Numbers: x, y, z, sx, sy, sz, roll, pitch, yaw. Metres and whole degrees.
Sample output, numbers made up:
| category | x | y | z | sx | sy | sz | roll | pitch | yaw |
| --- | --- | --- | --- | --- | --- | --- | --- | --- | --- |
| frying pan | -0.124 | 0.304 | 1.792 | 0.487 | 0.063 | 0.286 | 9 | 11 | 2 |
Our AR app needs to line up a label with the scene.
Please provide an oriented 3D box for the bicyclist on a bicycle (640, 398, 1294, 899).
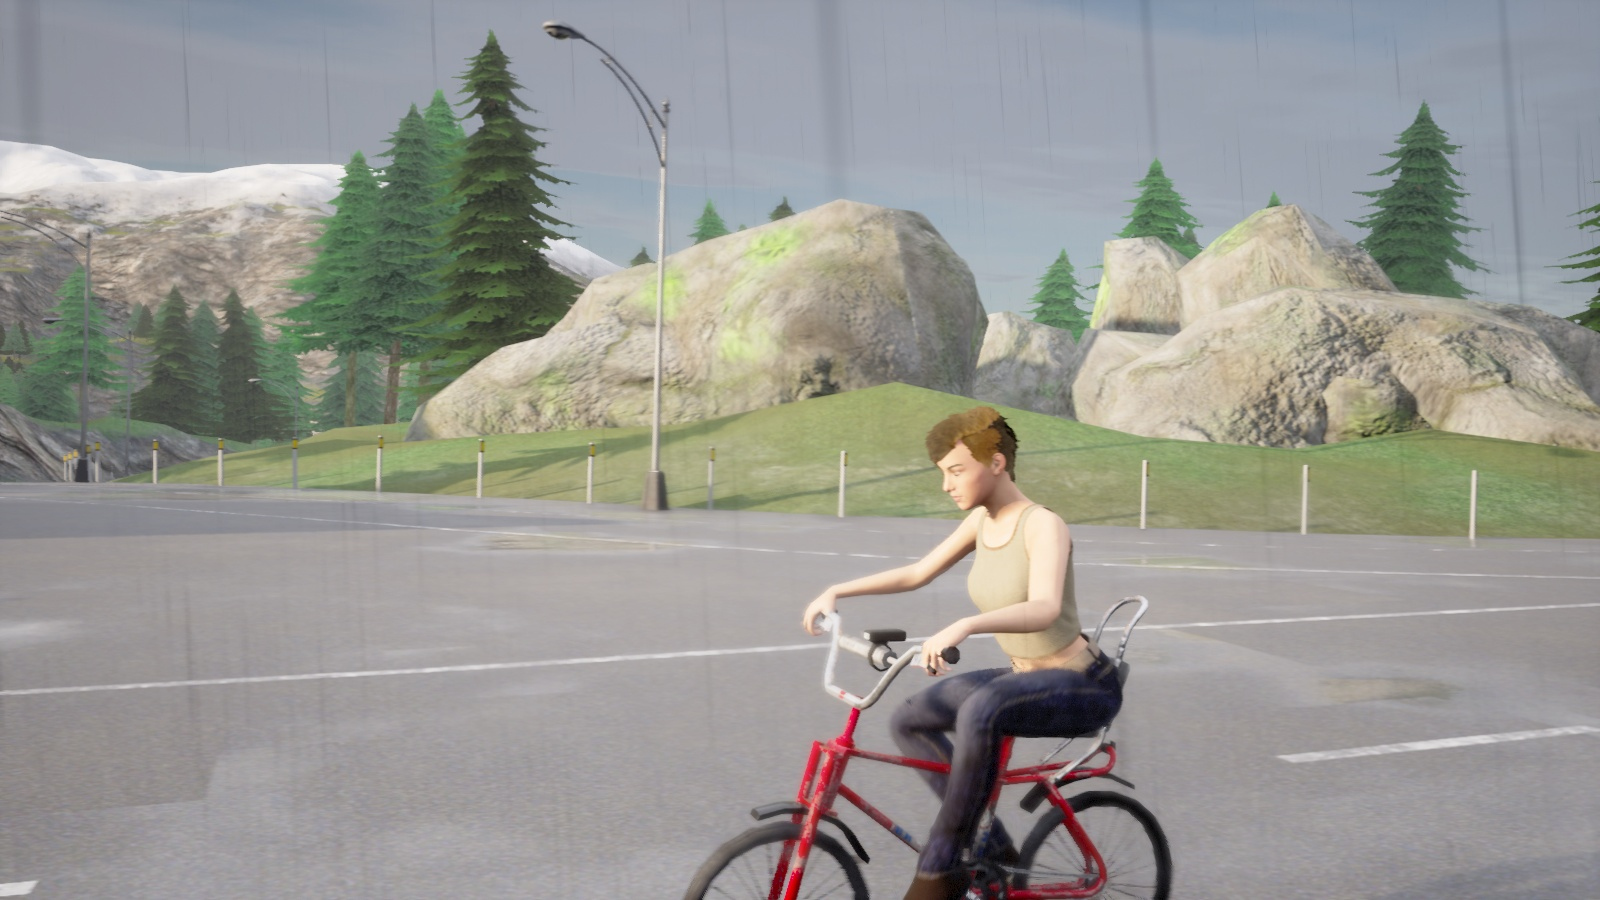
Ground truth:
| category | x | y | z | sx | sy | sz | roll | pitch | yaw |
| --- | --- | --- | --- | --- | --- | --- | --- | --- | --- |
| bicyclist on a bicycle | 0.418 | 0.679 | 3.392 | 1.509 | 1.612 | 0.866 | -1 | 1 | -21 |
